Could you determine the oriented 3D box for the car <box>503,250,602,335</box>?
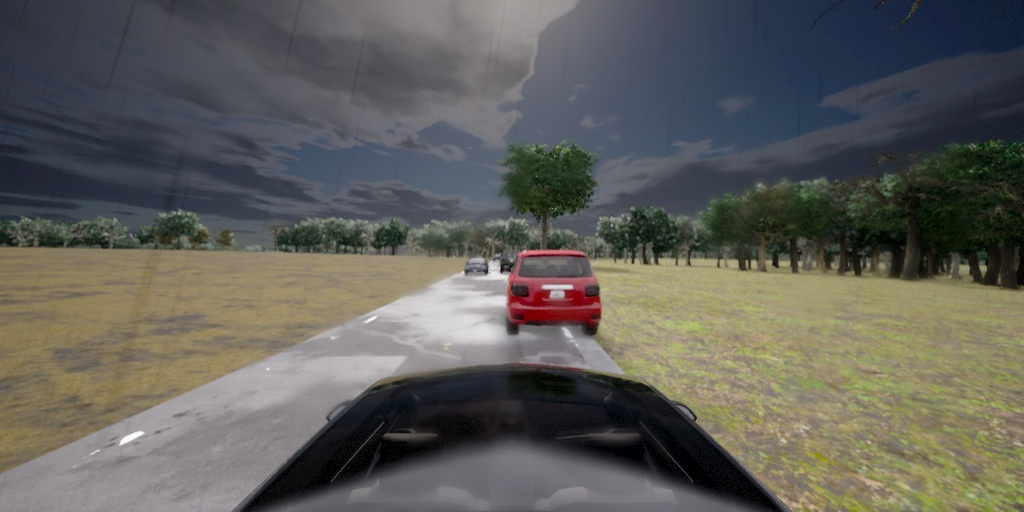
[{"bbox_3d":[0.938,0.850,10.132,2.150,2.045,5.566,0,1,0],"label":"car"}]

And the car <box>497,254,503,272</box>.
[{"bbox_3d":[-0.022,0.457,34.807,2.150,2.045,5.566,0,1,0],"label":"car"}]

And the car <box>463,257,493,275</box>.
[{"bbox_3d":[-2.915,0.825,30.486,1.812,1.442,4.674,0,1,0],"label":"car"}]
